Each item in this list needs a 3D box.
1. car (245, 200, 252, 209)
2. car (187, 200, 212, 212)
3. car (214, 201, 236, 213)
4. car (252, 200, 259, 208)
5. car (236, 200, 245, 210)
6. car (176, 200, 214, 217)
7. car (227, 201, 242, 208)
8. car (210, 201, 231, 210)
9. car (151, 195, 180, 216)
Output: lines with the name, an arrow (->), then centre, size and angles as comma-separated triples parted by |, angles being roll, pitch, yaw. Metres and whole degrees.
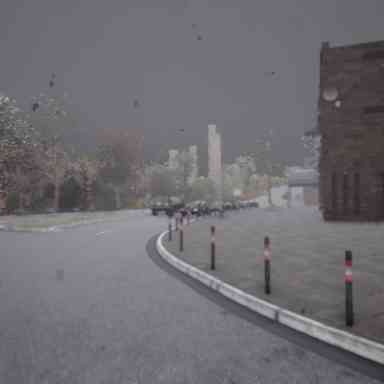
car -> 7.956, 2.066, 53.650 | 1.837, 1.490, 4.892 | -1, -1, 21
car -> 1.085, 1.887, 44.622 | 1.837, 1.490, 4.892 | -1, -1, 21
car -> 3.577, 1.860, 42.127 | 2.033, 1.411, 5.357 | -1, -1, 21
car -> 11.316, 2.231, 62.490 | 1.882, 1.535, 5.008 | -1, -1, 21
car -> 5.542, 1.971, 47.296 | 2.033, 1.411, 5.357 | -1, -1, 21
car -> 0.391, 1.701, 32.532 | 1.895, 1.301, 4.718 | -1, -1, 17
car -> 8.142, 2.387, 63.280 | 1.895, 1.301, 4.718 | -1, -1, 21
car -> 4.690, 2.137, 54.190 | 2.033, 1.411, 5.357 | -1, -1, 21
car -> -2.348, 1.389, 34.702 | 2.150, 2.045, 5.566 | -1, -2, 18
